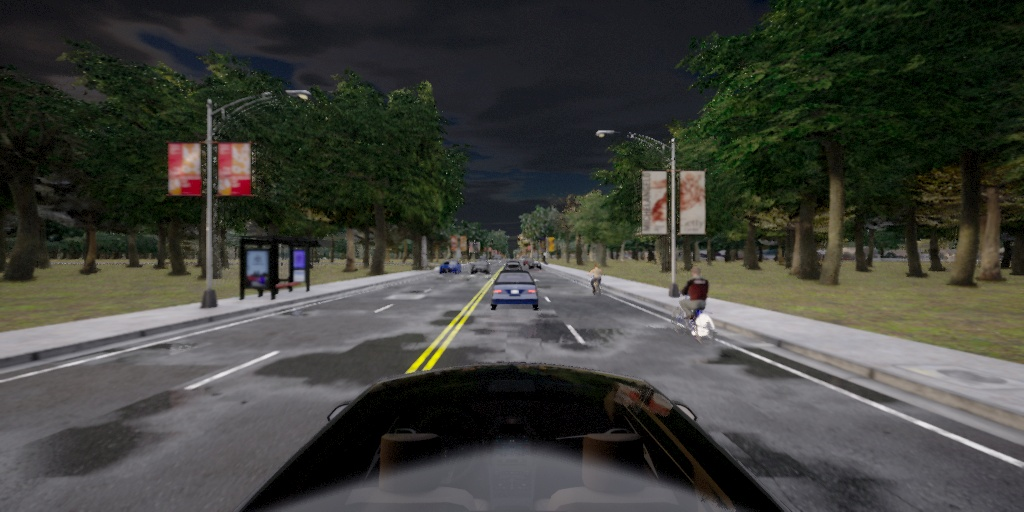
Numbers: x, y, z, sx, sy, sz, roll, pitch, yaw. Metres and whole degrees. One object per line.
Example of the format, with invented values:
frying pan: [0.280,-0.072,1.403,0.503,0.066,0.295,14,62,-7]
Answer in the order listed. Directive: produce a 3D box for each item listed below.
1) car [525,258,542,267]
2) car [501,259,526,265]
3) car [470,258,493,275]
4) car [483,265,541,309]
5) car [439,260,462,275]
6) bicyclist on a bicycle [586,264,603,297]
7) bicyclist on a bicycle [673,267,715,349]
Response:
car: [3.345,1.337,53.819,1.895,1.301,4.718,0,0,0]
car: [0.096,1.244,35.488,1.837,1.490,4.892,0,0,0]
car: [-3.346,1.245,38.663,1.837,1.490,4.892,0,0,0]
car: [0.099,1.292,14.974,2.033,1.411,5.357,0,0,0]
car: [-6.596,1.216,38.833,1.882,1.535,5.008,0,0,0]
bicyclist on a bicycle: [4.160,1.181,17.788,0.866,1.612,1.509,0,0,0]
bicyclist on a bicycle: [4.143,1.118,8.286,0.659,1.776,1.843,0,0,0]
